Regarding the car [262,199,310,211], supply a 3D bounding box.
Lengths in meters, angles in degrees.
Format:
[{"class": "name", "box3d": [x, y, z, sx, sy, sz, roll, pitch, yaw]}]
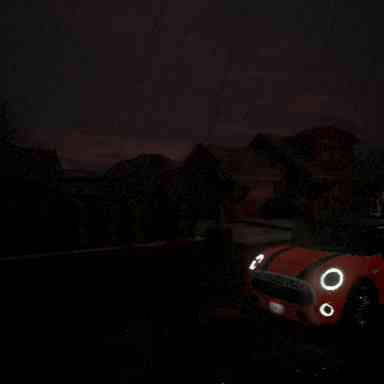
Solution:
[{"class": "car", "box3d": [6.472, 1.193, 22.072, 1.845, 1.501, 3.633, 0, 0, -38]}]

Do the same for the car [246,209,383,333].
[{"class": "car", "box3d": [3.254, 1.358, 6.922, 4.553, 1.767, 2.097, 0, 0, -35]}]
